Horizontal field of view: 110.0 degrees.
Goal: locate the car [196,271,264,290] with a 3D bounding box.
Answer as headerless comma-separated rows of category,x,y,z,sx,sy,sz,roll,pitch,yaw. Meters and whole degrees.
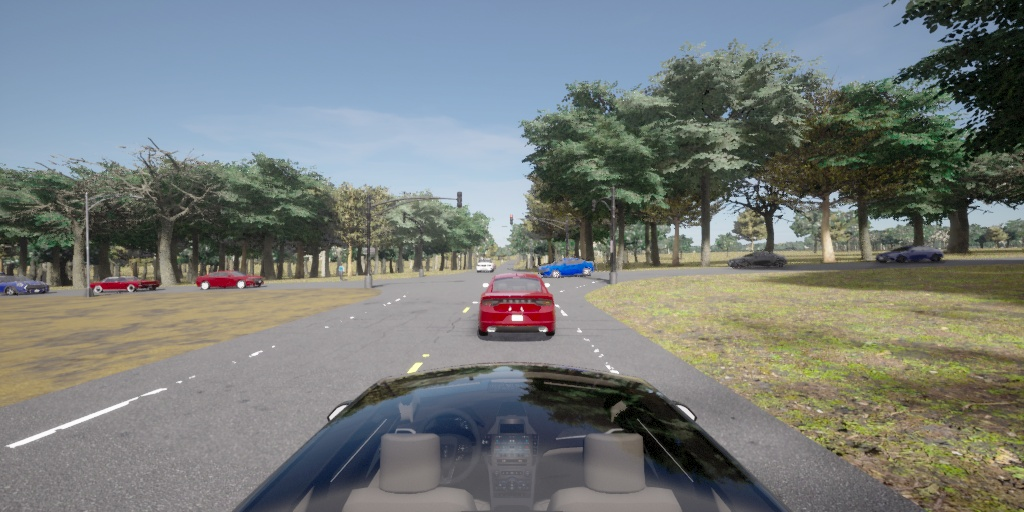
car,-23.682,1.973,30.224,5.008,1.535,1.882,-2,-1,2

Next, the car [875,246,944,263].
car,34.773,-0.139,31.409,4.674,1.442,1.812,-2,-1,3

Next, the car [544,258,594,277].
car,4.374,0.982,29.461,5.008,1.535,1.882,-2,-1,-27

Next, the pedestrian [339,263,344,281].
pedestrian,-17.905,1.665,37.570,0.375,1.860,0.375,0,1,3

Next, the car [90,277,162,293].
car,-33.040,2.415,30.647,4.718,1.301,1.895,-2,-1,3

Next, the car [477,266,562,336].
car,0.129,1.229,10.446,1.882,1.535,5.008,0,0,0

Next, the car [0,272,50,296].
car,-43.321,2.500,31.141,4.553,1.767,2.097,-2,-1,3

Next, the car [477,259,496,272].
car,-3.910,1.391,53.011,2.150,2.045,5.566,0,-1,1

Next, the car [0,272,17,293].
car,-52.812,2.699,35.247,5.566,2.045,2.150,-2,-1,3

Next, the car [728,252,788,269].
car,21.837,0.367,31.968,4.674,1.442,1.812,-2,-1,2
